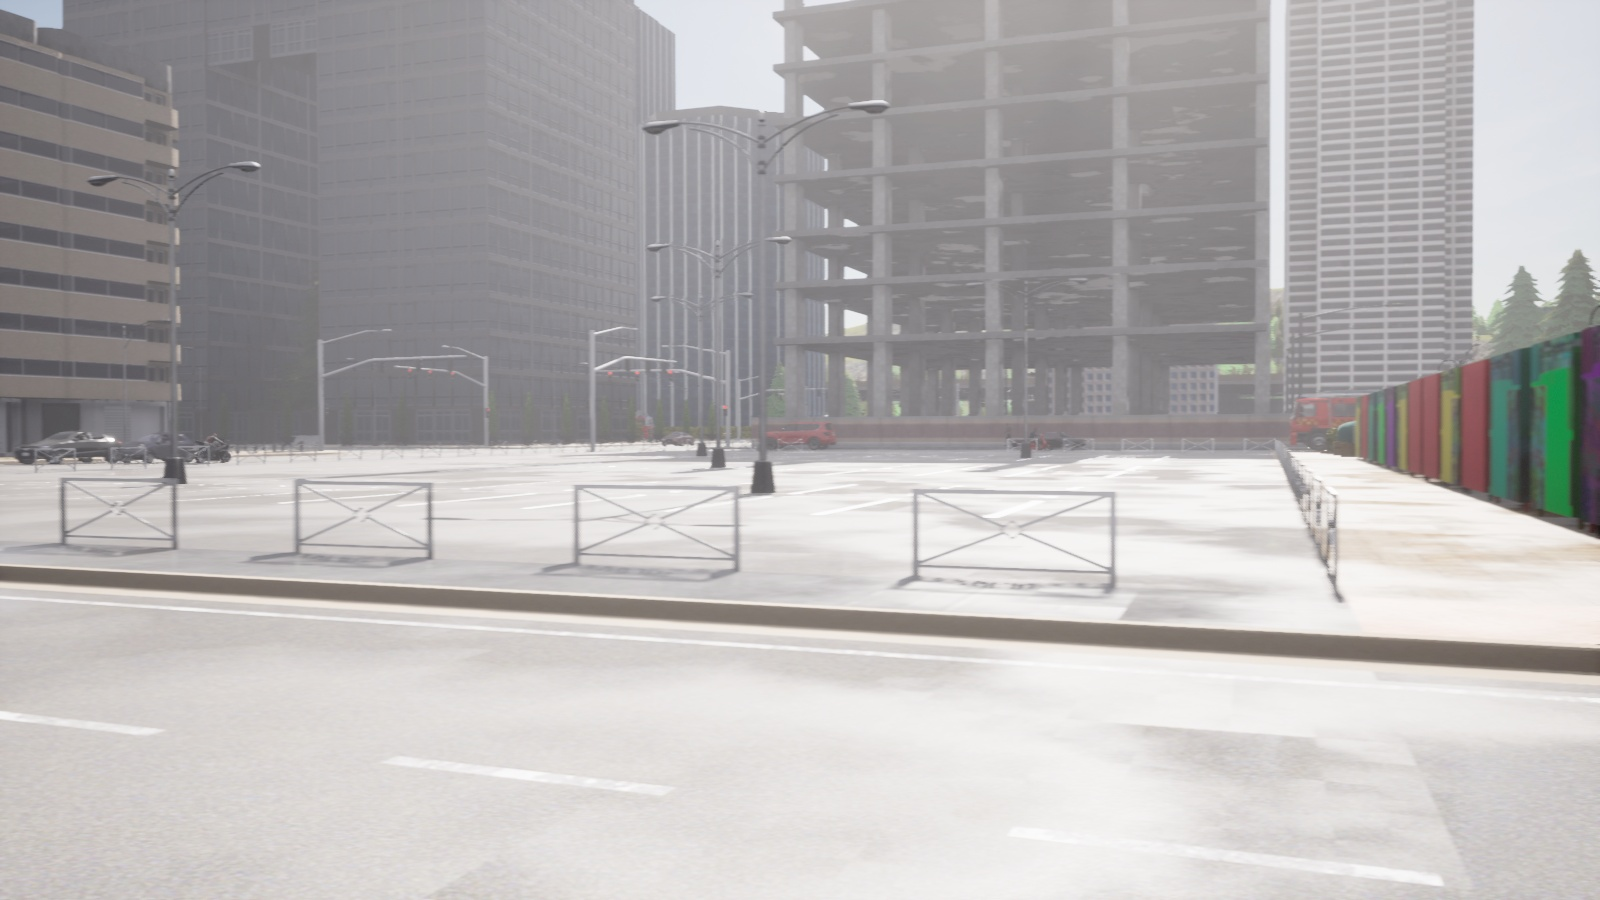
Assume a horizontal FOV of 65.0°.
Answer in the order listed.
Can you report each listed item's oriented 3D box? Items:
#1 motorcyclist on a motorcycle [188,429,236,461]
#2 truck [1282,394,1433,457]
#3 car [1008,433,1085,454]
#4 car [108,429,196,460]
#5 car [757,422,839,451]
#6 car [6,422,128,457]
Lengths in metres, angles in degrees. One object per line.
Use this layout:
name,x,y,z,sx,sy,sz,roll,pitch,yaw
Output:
motorcyclist on a motorcycle,-29.013,-0.262,61.984,0.866,1.530,2.191,1,1,20
truck,35.092,-1.572,79.411,8.468,3.827,2.891,1,1,20
car,16.188,-0.425,82.455,4.718,1.301,1.895,1,1,20
car,-32.400,-0.310,62.906,1.845,1.501,3.633,1,1,20
car,-0.160,-1.022,91.993,5.566,2.045,2.150,1,1,20
car,-36.306,-0.551,62.387,2.152,1.651,5.027,1,1,20
